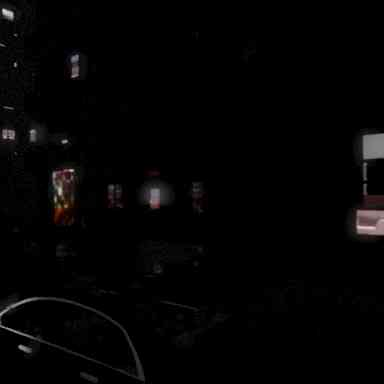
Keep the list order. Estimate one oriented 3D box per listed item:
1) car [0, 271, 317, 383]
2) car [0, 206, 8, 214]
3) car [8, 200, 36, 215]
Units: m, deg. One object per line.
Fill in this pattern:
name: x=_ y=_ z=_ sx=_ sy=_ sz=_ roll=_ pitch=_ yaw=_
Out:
car: x=-1.000 y=1.576 z=3.587 sx=4.403 sy=1.369 sz=2.008 roll=-1 pitch=0 yaw=35
car: x=-19.574 y=1.662 z=30.023 sx=2.008 sy=1.369 sz=4.403 roll=0 pitch=1 yaw=35
car: x=-16.485 y=1.562 z=34.449 sx=1.752 sy=1.417 sz=4.829 roll=0 pitch=1 yaw=35
